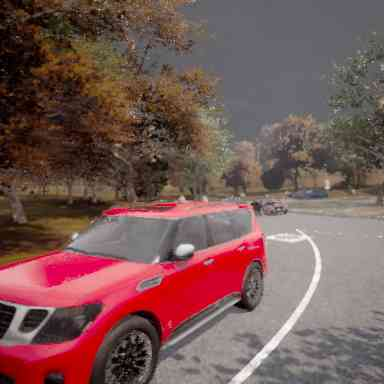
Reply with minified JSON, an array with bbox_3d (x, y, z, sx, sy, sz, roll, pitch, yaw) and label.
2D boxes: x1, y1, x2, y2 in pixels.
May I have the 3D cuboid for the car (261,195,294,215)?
[{"bbox_3d":[6.252,1.126,27.509,1.994,1.385,4.181,-2,1,-12],"label":"car"}]

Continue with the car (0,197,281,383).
[{"bbox_3d":[-0.550,1.225,5.551,2.150,2.045,5.566,0,0,34],"label":"car"}]

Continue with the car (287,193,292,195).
[{"bbox_3d":[17.675,0.348,52.374,5.357,1.411,2.033,-2,1,-14],"label":"car"}]

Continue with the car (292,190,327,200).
[{"bbox_3d":[17.673,0.384,49.062,4.674,1.442,1.812,-2,1,-17],"label":"car"}]
